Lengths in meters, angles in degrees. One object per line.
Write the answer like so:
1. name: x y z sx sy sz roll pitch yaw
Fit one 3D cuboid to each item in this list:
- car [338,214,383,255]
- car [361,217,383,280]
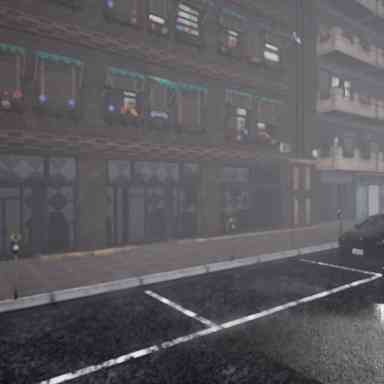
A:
1. car: 6.857 1.441 11.463 4.313 1.339 1.947 -1 1 -36
2. car: 6.435 1.391 7.980 4.902 1.511 2.128 -1 0 -36
